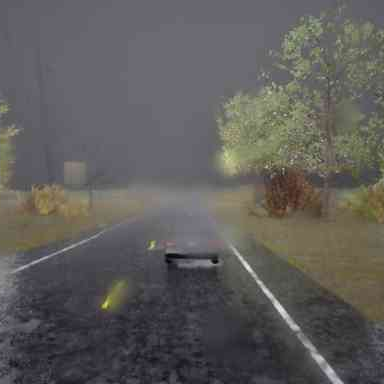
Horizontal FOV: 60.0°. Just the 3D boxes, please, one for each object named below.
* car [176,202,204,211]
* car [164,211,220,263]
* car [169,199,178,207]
[{"bbox_3d":[-0.002,1.812,27.537,2.033,1.411,5.357,0,-1,0],"label":"car"},{"bbox_3d":[0.006,1.671,12.516,2.033,1.411,5.357,0,-1,0],"label":"car"},{"bbox_3d":[-3.545,2.099,65.343,1.812,1.442,4.674,0,0,0],"label":"car"}]
